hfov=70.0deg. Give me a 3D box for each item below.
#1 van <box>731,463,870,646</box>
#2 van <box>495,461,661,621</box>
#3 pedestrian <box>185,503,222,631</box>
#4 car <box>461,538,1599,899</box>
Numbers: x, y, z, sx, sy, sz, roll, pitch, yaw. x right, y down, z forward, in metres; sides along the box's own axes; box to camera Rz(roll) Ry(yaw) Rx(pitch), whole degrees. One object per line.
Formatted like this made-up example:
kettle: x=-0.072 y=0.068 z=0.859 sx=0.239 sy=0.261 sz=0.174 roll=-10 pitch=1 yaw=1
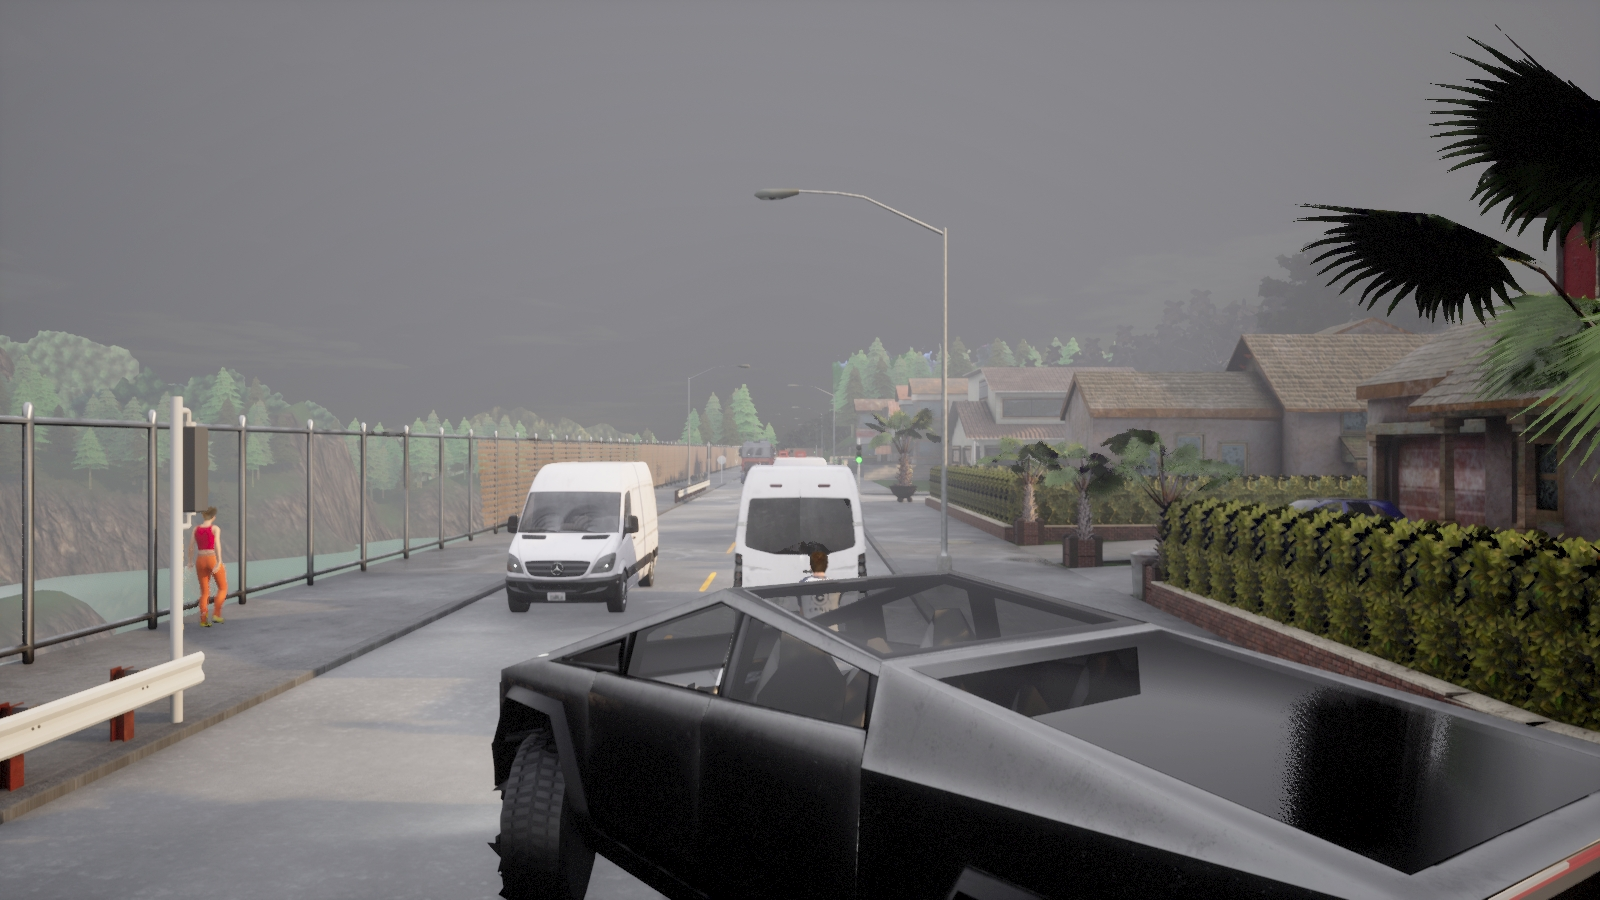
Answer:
van: x=0.007 y=1.525 z=19.241 sx=1.988 sy=2.561 sz=5.915 roll=0 pitch=0 yaw=0
van: x=-3.992 y=1.525 z=21.668 sx=1.988 sy=2.561 sz=5.915 roll=0 pitch=0 yaw=0
pedestrian: x=-8.899 y=1.737 z=17.052 sx=0.375 sy=1.860 sz=0.375 roll=0 pitch=0 yaw=-2
car: x=0.520 y=1.751 z=5.908 sx=2.390 sy=2.098 sz=6.274 roll=0 pitch=0 yaw=-36
